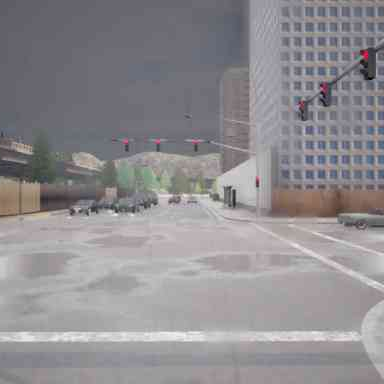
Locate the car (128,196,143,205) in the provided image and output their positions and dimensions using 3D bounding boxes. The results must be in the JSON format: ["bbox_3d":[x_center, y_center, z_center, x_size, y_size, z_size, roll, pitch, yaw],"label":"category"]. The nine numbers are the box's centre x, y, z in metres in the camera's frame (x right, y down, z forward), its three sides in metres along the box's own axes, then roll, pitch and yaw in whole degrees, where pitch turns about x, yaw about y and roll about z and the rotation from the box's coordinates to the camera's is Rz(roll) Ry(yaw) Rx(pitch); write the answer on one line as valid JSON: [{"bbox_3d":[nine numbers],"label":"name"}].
[{"bbox_3d":[-10.568,1.478,62.100,1.882,1.535,5.008,0,0,0],"label":"car"}]

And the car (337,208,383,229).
[{"bbox_3d":[11.850,1.656,21.142,4.718,1.301,1.895,0,0,0],"label":"car"}]

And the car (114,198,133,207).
[{"bbox_3d":[-10.595,1.601,51.881,1.895,1.301,4.718,0,0,0],"label":"car"}]

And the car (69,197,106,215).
[{"bbox_3d":[-10.608,1.492,33.191,2.128,1.511,4.902,0,0,1],"label":"car"}]

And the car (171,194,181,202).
[{"bbox_3d":[-3.511,1.305,74.425,1.882,1.535,5.008,0,0,0],"label":"car"}]

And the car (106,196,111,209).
[{"bbox_3d":[-10.598,1.352,42.087,2.097,1.767,4.553,0,0,0],"label":"car"}]

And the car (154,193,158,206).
[{"bbox_3d":[-7.073,1.221,56.904,2.150,2.045,5.566,0,0,0],"label":"car"}]

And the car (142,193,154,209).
[{"bbox_3d":[-7.091,1.221,46.175,2.150,2.045,5.566,0,0,0],"label":"car"}]

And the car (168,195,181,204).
[{"bbox_3d":[-3.510,1.601,64.232,1.895,1.301,4.718,0,0,0],"label":"car"}]

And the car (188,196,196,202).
[{"bbox_3d":[-0.010,1.595,74.805,1.895,1.301,4.718,0,0,0],"label":"car"}]

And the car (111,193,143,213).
[{"bbox_3d":[-7.093,1.352,36.739,2.097,1.767,4.553,0,0,0],"label":"car"}]

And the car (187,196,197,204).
[{"bbox_3d":[0.086,1.601,64.563,1.895,1.301,4.718,0,0,0],"label":"car"}]
